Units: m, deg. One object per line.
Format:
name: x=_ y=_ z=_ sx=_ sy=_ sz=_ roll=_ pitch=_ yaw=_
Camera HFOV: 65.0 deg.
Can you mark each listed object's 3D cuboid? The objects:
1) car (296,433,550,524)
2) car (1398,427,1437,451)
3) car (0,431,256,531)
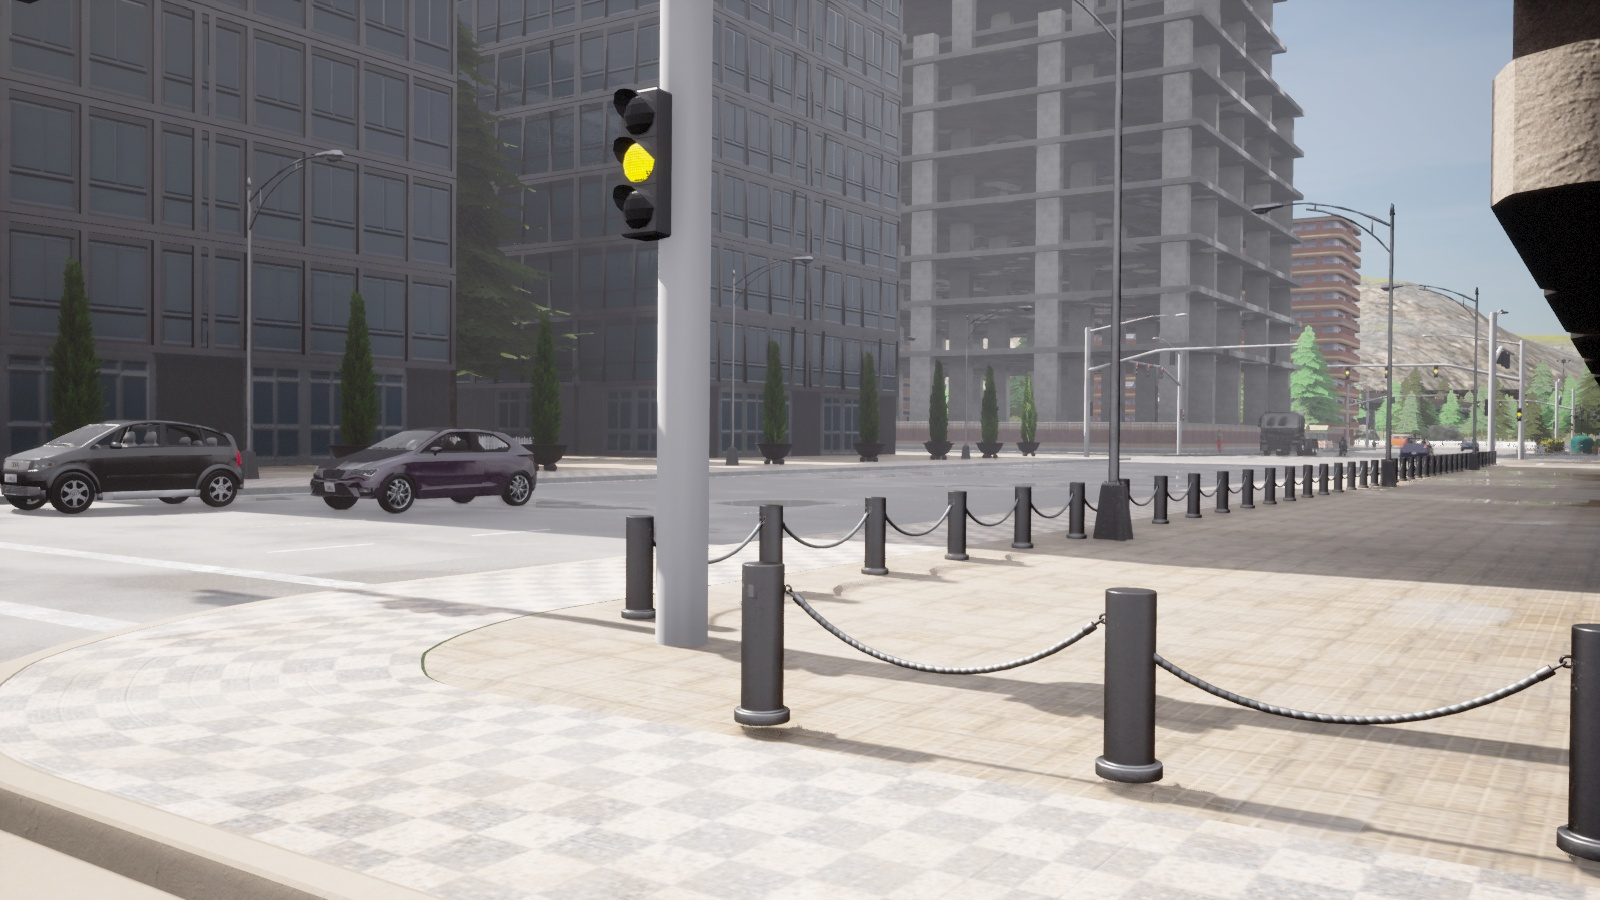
car: x=-6.723 y=0.439 z=22.796 sx=1.816 sy=1.474 sz=4.193 roll=0 pitch=1 yaw=34
car: x=39.120 y=-0.725 z=79.568 sx=1.845 sy=1.501 sz=3.633 roll=0 pitch=1 yaw=32
car: x=-11.657 y=0.463 z=21.730 sx=1.789 sy=1.549 sz=3.705 roll=0 pitch=1 yaw=34
